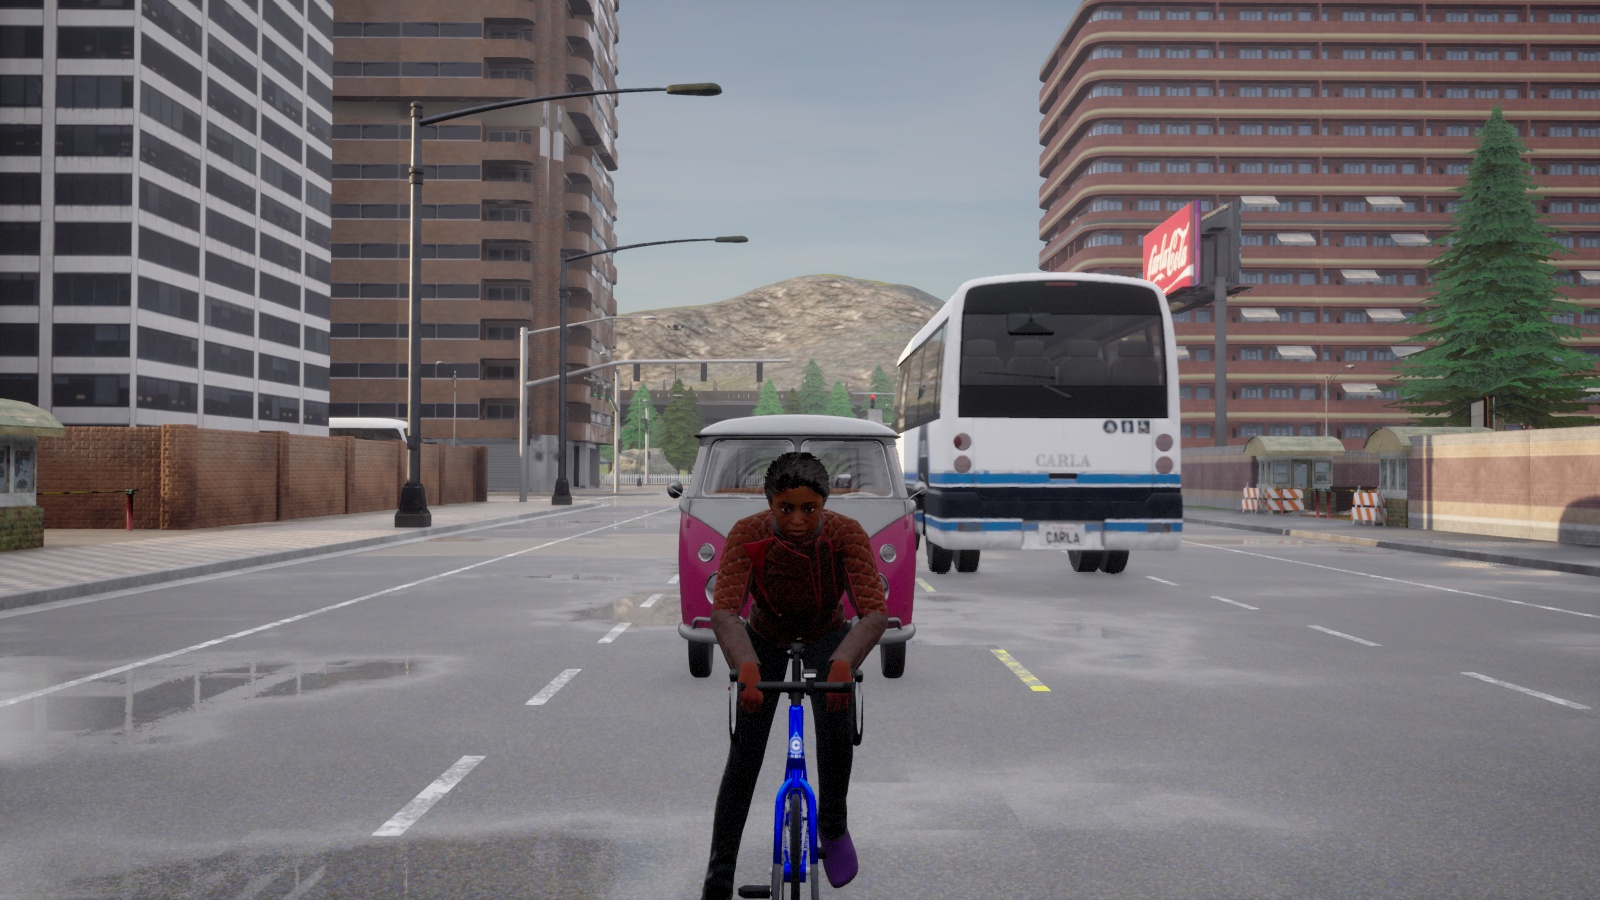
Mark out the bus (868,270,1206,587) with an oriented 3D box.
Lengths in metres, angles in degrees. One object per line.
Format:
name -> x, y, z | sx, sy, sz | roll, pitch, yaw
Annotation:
bus -> 3.465, -0.207, 22.014 | 3.944, 4.253, 10.273 | 0, -1, 0

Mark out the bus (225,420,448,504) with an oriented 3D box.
bus -> -24.146, 0.639, 65.914 | 10.273, 4.253, 3.944 | 0, -1, 0

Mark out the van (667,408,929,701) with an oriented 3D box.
van -> -0.015, 0.748, 10.772 | 1.775, 1.987, 4.442 | 0, -1, 0

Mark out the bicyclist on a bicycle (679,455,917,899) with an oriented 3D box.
bicyclist on a bicycle -> -0.005, 0.833, 3.919 | 0.582, 1.620, 1.656 | 0, -1, 0
